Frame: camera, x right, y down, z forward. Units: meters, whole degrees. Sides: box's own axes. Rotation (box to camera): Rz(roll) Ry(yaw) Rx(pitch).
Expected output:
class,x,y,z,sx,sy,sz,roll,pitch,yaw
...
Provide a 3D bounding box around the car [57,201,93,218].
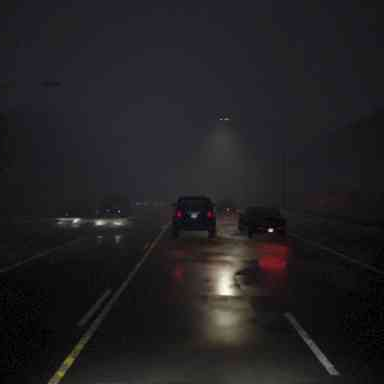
class,x,y,z,sx,sy,sz,roll,pitch,yaw
car,-10.594,1.529,30.786,2.033,1.411,5.357,0,0,0

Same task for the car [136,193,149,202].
class,x,y,z,sx,sy,sz,roll,pitch,yaw
car,-10.486,1.148,71.328,2.150,2.045,5.566,0,0,0

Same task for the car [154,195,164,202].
class,x,y,z,sx,sy,sz,roll,pitch,yaw
car,-6.986,1.423,71.358,1.837,1.490,4.892,0,0,0

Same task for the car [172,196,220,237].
class,x,y,z,sx,sy,sz,roll,pitch,yaw
car,0.103,1.211,18.164,2.150,2.045,5.566,0,0,0

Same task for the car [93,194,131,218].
class,x,y,z,sx,sy,sz,roll,pitch,yaw
car,-7.092,1.203,30.813,2.150,2.045,5.566,0,0,0

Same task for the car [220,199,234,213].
class,x,y,z,sx,sy,sz,roll,pitch,yaw
car,3.607,1.484,35.723,1.837,1.490,4.892,0,0,0

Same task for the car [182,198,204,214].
class,x,y,z,sx,sy,sz,roll,pitch,yaw
car,0.108,1.471,35.665,2.128,1.511,4.902,0,0,0

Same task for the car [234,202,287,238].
class,x,y,z,sx,sy,sz,roll,pitch,yaw
car,3.604,1.495,17.644,1.837,1.490,4.892,0,0,0
